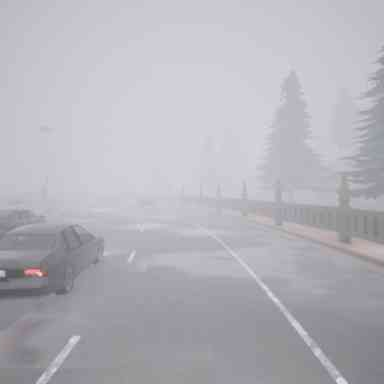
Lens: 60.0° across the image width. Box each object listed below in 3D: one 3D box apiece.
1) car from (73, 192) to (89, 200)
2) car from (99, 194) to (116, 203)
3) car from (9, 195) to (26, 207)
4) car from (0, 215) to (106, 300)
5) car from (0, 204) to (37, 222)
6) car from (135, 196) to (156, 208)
[{"bbox_3d":[-24.204,0.746,72.515,2.097,1.767,4.553,0,0,-41],"label":"car"},{"bbox_3d":[-15.026,1.131,59.190,1.837,1.490,4.892,0,0,-32],"label":"car"},{"bbox_3d":[-25.023,1.245,47.879,2.033,1.411,5.357,0,0,-27],"label":"car"},{"bbox_3d":[-3.605,1.493,8.454,2.033,1.411,5.357,0,0,-3],"label":"car"},{"bbox_3d":[-7.582,1.416,14.014,1.837,1.490,4.892,0,0,-6],"label":"car"},{"bbox_3d":[-6.069,1.204,43.163,1.882,1.535,5.008,0,0,-21],"label":"car"}]
